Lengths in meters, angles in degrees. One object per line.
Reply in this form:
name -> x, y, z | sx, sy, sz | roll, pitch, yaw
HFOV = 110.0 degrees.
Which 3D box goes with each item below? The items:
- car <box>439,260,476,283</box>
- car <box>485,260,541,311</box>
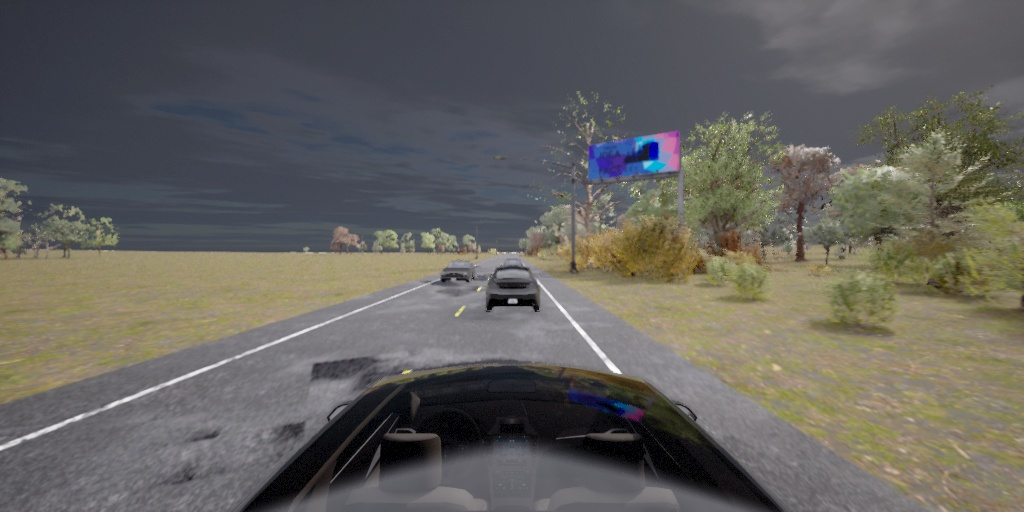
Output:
car -> -3.526, 1.010, 24.409 | 2.033, 1.411, 5.357 | 0, 1, 0
car -> 0.043, 1.107, 13.560 | 1.837, 1.490, 4.892 | 0, 1, 0
